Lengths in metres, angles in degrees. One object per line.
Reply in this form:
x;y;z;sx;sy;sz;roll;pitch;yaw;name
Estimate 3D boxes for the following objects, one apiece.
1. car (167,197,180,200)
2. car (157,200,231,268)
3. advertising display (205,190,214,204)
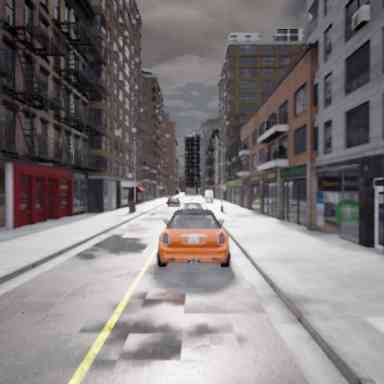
-2.812;1.385;51.013;1.994;1.385;4.181;0;0;0;car
0.063;1.320;11.271;2.097;1.767;4.553;0;1;0;car
3.027;0.815;58.650;1.540;2.440;0.280;0;0;0;advertising display
